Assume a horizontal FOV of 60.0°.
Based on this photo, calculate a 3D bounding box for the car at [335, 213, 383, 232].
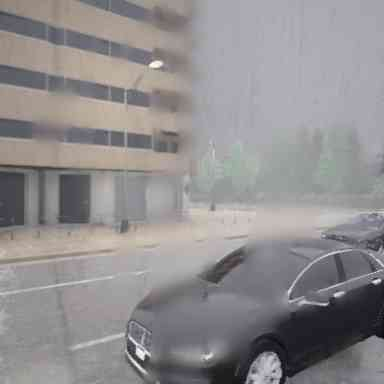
[{"bbox_3d":[7.476,1.579,13.518,5.357,1.411,2.033,0,0,-35],"label":"car"}]

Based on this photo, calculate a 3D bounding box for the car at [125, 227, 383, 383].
[{"bbox_3d":[1.424,1.516,4.993,4.892,1.490,1.837,1,0,-35],"label":"car"}]
